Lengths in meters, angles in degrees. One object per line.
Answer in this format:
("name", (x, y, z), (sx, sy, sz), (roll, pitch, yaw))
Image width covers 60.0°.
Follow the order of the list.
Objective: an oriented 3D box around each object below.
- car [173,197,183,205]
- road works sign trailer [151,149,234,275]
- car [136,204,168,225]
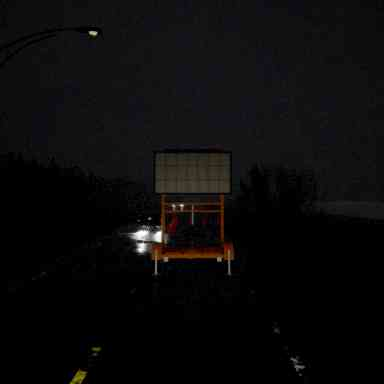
("car", (-2.620, 1.644, 62.919), (1.812, 1.442, 4.674), (0, 0, 0))
("road works sign trailer", (0.022, 0.471, 10.427), (2.380, 3.560, 2.880), (0, 0, 0))
("car", (-2.800, 1.589, 24.016), (1.994, 1.385, 4.181), (0, 0, 0))
